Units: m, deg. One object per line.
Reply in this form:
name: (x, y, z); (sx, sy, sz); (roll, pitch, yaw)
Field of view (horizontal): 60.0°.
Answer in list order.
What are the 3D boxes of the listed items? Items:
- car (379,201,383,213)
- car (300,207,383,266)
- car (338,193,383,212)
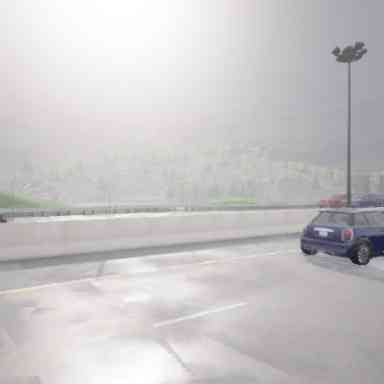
car: (23.009, 1.591, 36.387); (4.718, 1.301, 1.895); (0, 0, -23)
car: (5.976, 1.345, 11.678); (4.553, 1.767, 2.097); (0, 0, -32)
car: (19.971, 1.201, 38.878); (5.566, 2.045, 2.150); (0, 0, -23)
